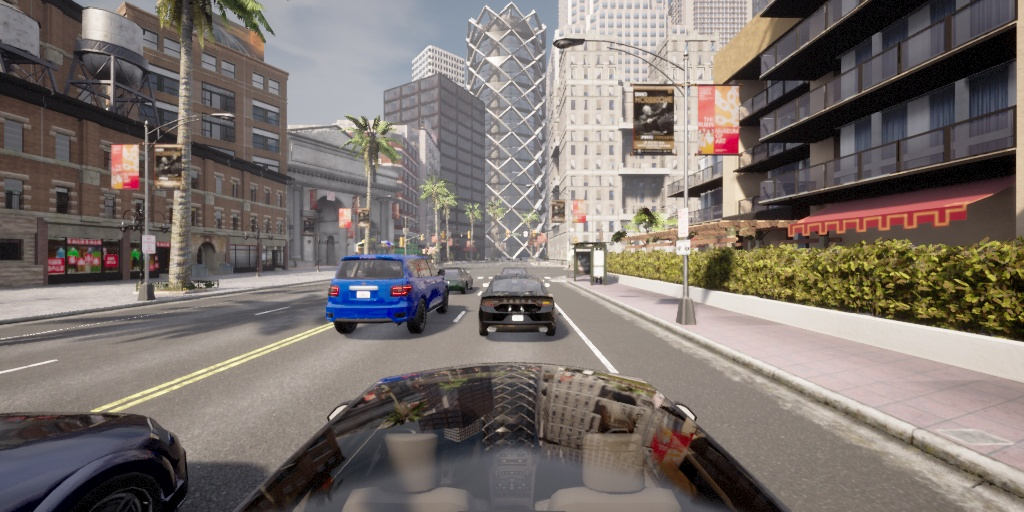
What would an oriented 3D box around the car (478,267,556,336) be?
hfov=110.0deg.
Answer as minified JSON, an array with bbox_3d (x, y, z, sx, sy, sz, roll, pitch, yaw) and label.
[{"bbox_3d":[0.128,1.228,10.451,1.882,1.535,5.008,0,0,0],"label":"car"}]

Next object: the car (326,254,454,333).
[{"bbox_3d":[-3.379,0.971,10.855,2.150,2.045,5.566,0,0,0],"label":"car"}]

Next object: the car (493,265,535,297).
[{"bbox_3d":[0.139,1.297,20.041,2.033,1.411,5.357,0,0,0],"label":"car"}]

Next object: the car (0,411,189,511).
[{"bbox_3d":[-3.341,1.314,0.846,1.994,1.385,4.181,0,0,0],"label":"car"}]

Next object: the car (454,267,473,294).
[{"bbox_3d":[-3.355,1.314,20.214,1.994,1.385,4.181,0,0,0],"label":"car"}]
